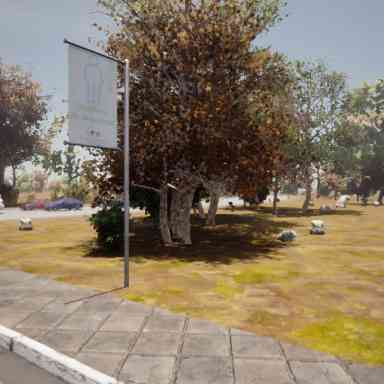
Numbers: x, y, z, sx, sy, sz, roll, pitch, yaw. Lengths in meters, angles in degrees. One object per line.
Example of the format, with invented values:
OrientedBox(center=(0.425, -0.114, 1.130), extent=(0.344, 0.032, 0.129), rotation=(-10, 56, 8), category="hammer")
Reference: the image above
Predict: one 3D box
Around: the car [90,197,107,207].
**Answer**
OrientedBox(center=(-12.720, 1.465, 49.255), extent=(1.837, 1.490, 4.892), rotation=(0, 0, 37), category="car")

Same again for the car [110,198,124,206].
OrientedBox(center=(-9.213, 1.556, 48.074), extent=(1.895, 1.301, 4.718), rotation=(0, 0, 37), category="car")

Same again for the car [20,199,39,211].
OrientedBox(center=(-18.973, 1.555, 41.265), extent=(1.994, 1.385, 4.181), rotation=(0, 0, 39), category="car")

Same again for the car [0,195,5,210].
OrientedBox(center=(-21.424, 1.221, 32.567), extent=(2.150, 2.045, 5.566), rotation=(0, 0, 39), category="car")

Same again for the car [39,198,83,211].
OrientedBox(center=(-15.411, 1.514, 40.131), extent=(1.812, 1.442, 4.674), rotation=(0, 0, 38), category="car")
